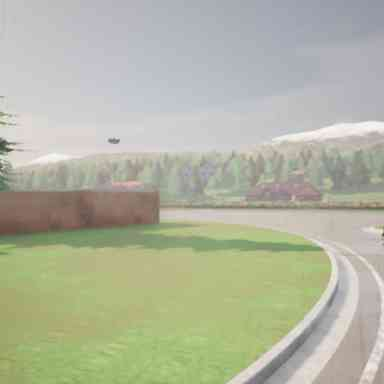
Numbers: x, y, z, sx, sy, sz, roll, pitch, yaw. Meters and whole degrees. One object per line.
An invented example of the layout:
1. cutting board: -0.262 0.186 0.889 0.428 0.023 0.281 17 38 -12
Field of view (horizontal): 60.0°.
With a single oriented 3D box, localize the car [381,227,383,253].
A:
1. car: 7.460 1.547 10.635 2.128 1.511 4.902 0 0 20
